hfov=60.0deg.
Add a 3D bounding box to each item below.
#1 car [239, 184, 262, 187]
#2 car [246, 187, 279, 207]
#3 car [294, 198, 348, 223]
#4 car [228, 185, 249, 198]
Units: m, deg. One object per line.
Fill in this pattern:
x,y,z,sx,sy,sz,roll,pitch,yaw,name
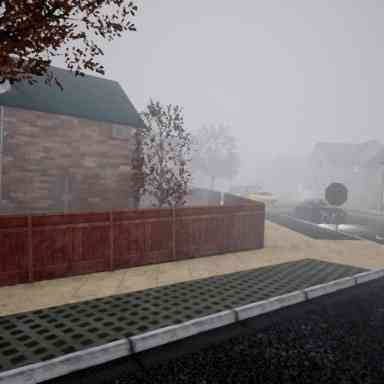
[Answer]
9.163,-0.066,50.297,2.150,2.045,5.566,1,2,-4,car
7.272,0.624,33.750,1.882,1.535,5.008,1,2,-4,car
8.080,1.115,21.147,1.994,1.385,4.181,1,2,-4,car
6.403,0.196,47.960,2.128,1.511,4.902,1,2,-3,car
